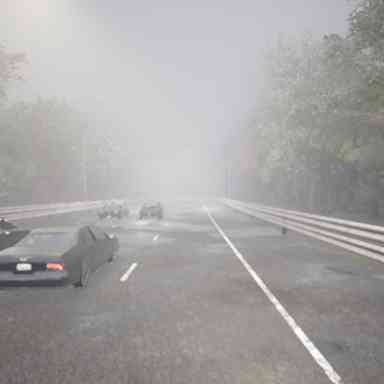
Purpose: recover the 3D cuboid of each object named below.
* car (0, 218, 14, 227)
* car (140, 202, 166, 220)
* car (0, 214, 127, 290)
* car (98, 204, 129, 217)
[{"bbox_3d":[-6.957,1.568,10.972,1.837,1.490,4.892,0,0,0],"label":"car"},{"bbox_3d":[-3.411,1.600,29.328,2.128,1.511,4.902,0,0,0],"label":"car"},{"bbox_3d":[-3.446,1.592,9.319,2.033,1.411,5.357,0,0,0],"label":"car"},{"bbox_3d":[-6.874,1.732,29.752,1.895,1.301,4.718,0,0,0],"label":"car"}]
